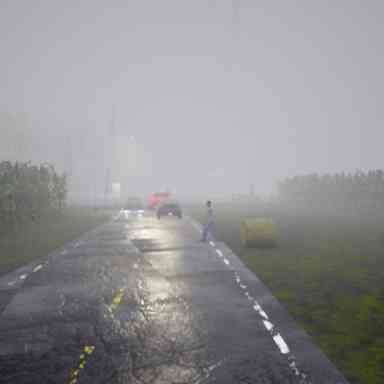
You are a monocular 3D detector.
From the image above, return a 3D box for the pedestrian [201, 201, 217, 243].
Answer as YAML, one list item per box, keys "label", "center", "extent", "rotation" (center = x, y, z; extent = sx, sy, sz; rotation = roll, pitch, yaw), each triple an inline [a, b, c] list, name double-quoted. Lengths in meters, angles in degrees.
- label: "pedestrian"
  center: [0.715, 1.186, 13.937]
  extent: [0.375, 1.860, 0.375]
  rotation: [0, 0, -9]

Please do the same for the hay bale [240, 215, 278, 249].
- label: "hay bale"
  center: [2.634, 1.554, 13.236]
  extent: [1.220, 1.180, 1.240]
  rotation: [0, 0, -4]

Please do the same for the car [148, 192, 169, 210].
- label: "car"
  center: [-3.794, 0.972, 38.018]
  extent: [2.150, 2.045, 5.566]
  rotation: [0, 0, -11]

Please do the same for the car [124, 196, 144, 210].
- label: "car"
  center: [-6.707, 1.257, 38.155]
  extent: [1.837, 1.490, 4.892]
  rotation: [0, 0, -10]

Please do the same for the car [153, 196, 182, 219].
- label: "car"
  center: [-1.904, 1.317, 26.670]
  extent: [1.837, 1.490, 4.892]
  rotation: [0, 1, -8]
